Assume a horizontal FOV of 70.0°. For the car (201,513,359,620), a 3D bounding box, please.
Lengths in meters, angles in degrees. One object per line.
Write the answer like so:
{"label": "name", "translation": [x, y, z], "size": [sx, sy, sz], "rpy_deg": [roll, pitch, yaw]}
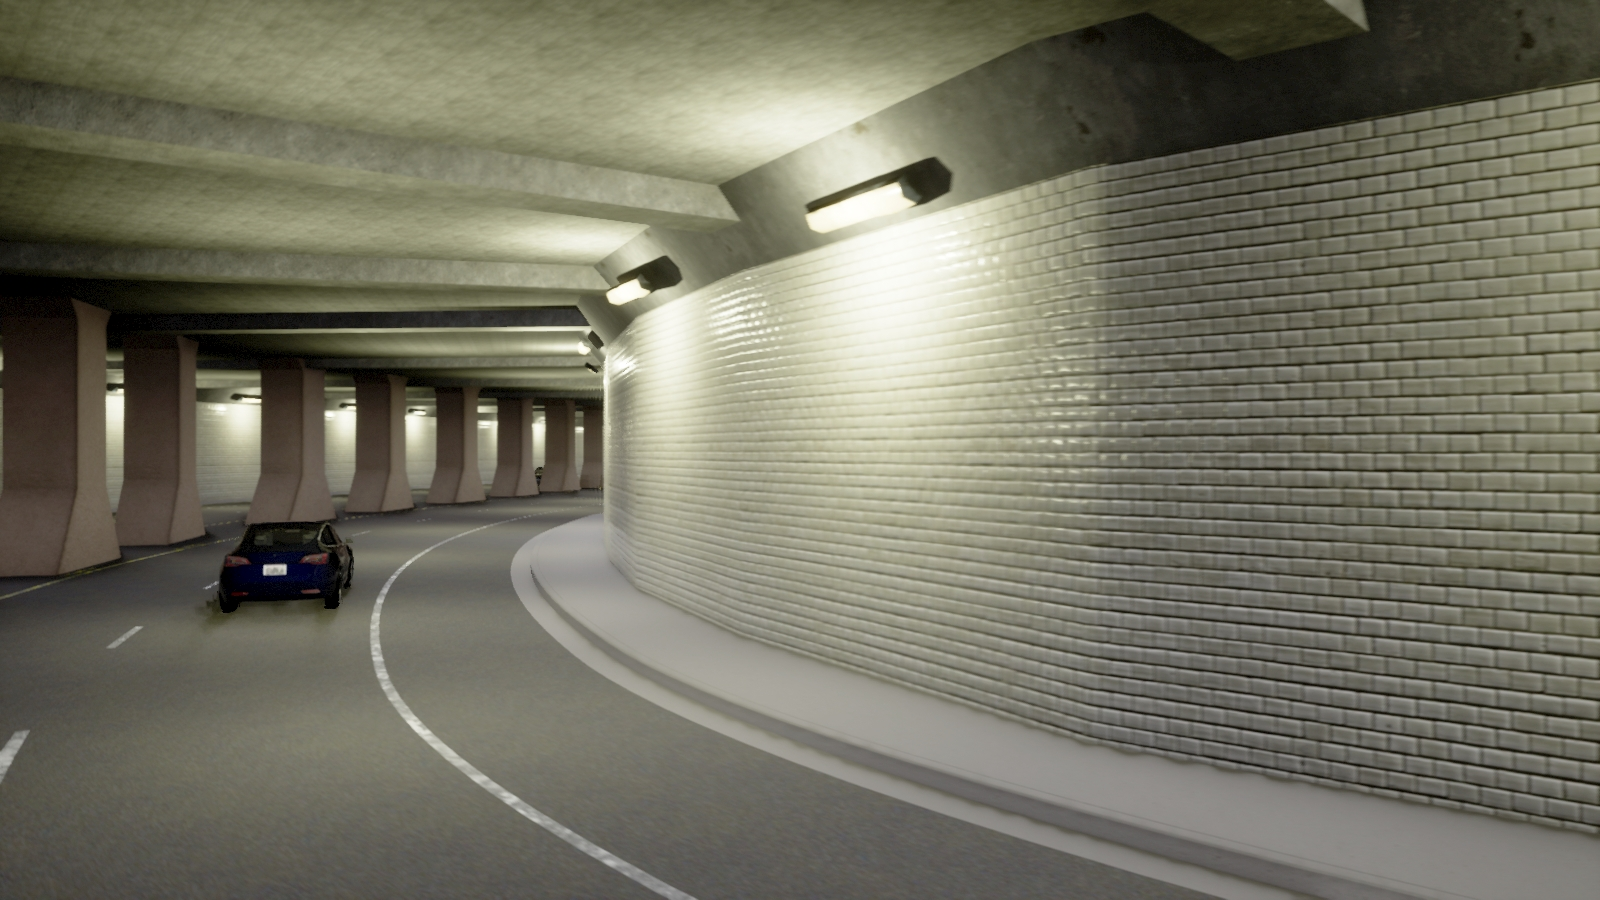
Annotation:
{"label": "car", "translation": [-9.602, 2.069, 21.492], "size": [2.163, 1.488, 4.792], "rpy_deg": [0, 0, -18]}
